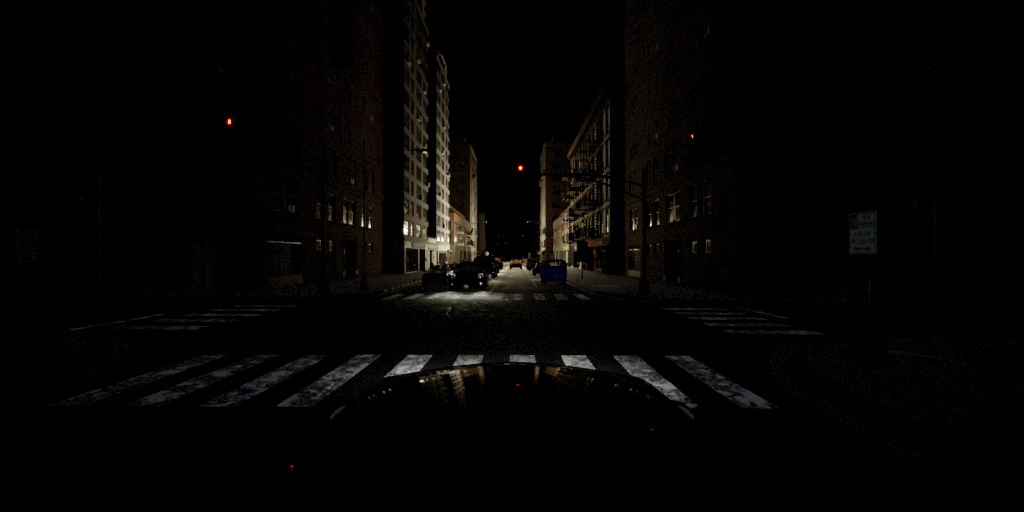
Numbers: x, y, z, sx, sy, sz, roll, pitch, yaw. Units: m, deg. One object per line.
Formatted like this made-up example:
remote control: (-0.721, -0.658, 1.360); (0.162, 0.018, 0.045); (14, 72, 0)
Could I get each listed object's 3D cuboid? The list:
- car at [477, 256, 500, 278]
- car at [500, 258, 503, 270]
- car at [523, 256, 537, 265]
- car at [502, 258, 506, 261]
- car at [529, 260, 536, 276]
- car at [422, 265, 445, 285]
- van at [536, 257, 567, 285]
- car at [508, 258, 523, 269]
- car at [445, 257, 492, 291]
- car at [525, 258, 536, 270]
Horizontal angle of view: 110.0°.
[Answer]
car: (-2.535, 0.970, 33.619); (2.150, 2.045, 5.566); (0, 0, 1)
car: (-2.437, 1.309, 43.313); (1.994, 1.385, 4.181); (0, 0, 0)
car: (3.142, 1.053, 53.816); (2.192, 1.841, 5.009); (0, 0, 1)
car: (-2.306, 1.340, 53.599); (1.895, 1.301, 4.718); (0, 0, 1)
car: (2.975, 1.329, 36.772); (1.802, 1.307, 4.207); (0, 0, 1)
car: (-5.161, 1.299, 25.480); (2.007, 1.370, 4.403); (0, 0, 1)
van: (2.864, 1.089, 25.411); (1.690, 1.789, 3.998); (0, 0, 1)
car: (0.625, 1.338, 55.921); (1.895, 1.301, 4.718); (0, 0, 1)
car: (-2.557, 1.100, 22.011); (2.097, 1.767, 4.553); (0, 0, -1)
car: (3.086, 1.325, 48.135); (1.802, 1.307, 4.207); (0, 0, 1)
